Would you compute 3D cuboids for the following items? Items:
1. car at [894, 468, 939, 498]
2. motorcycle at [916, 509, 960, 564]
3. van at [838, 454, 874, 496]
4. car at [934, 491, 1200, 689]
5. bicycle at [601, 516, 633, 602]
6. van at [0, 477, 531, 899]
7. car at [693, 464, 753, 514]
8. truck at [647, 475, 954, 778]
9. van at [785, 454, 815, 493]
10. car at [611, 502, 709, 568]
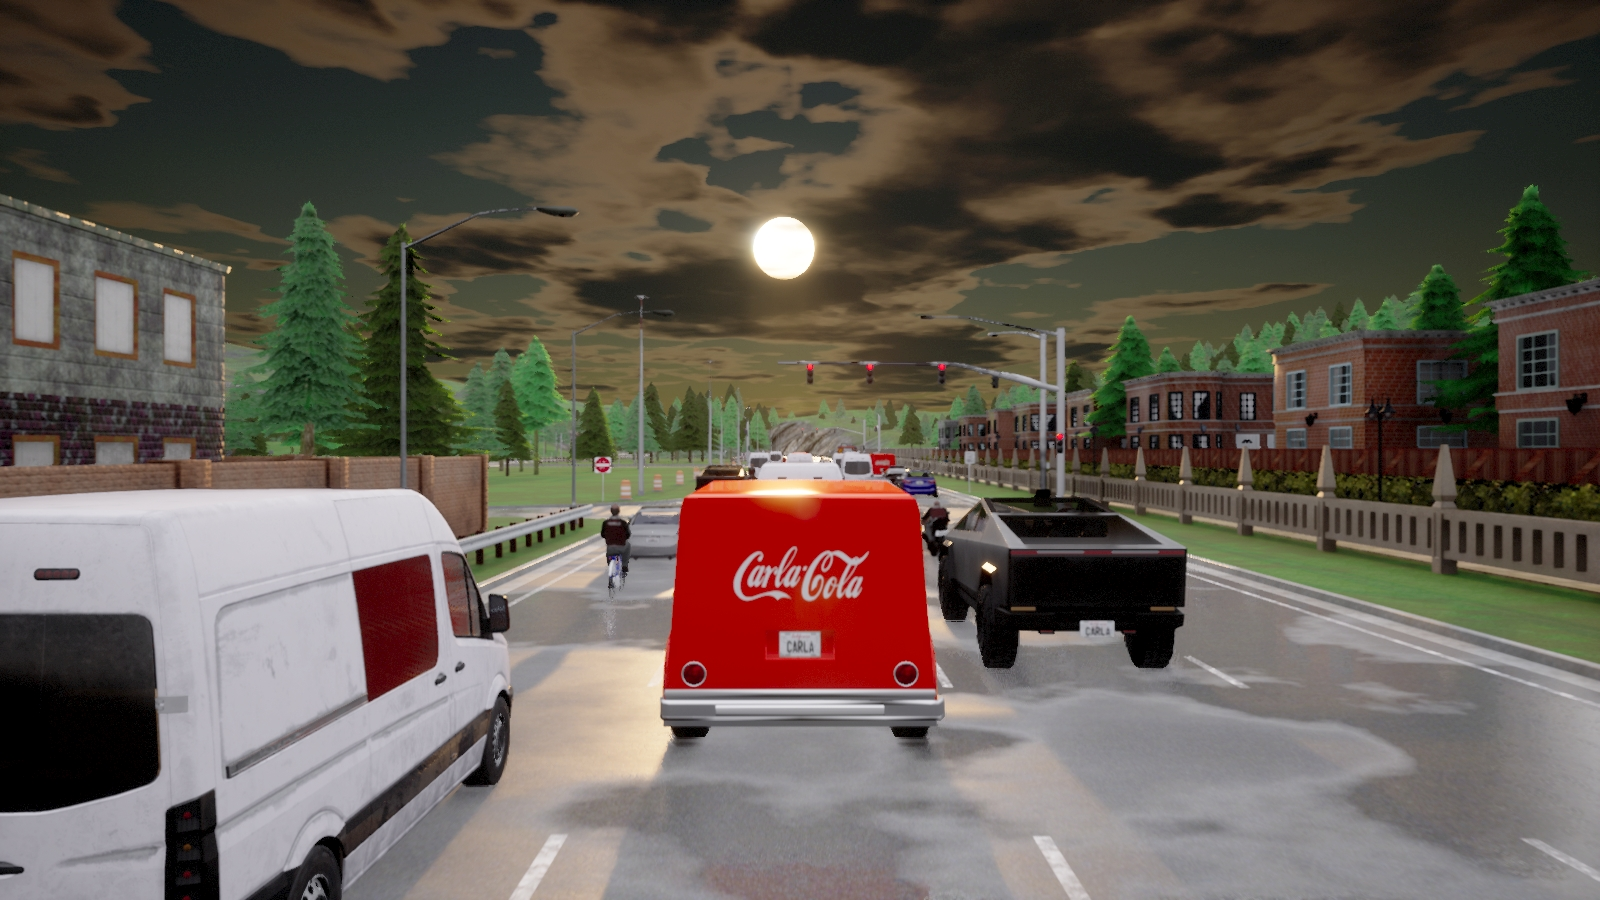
[{"bbox_3d":[6.995,1.964,68.814,2.242,1.667,4.611,0,0,0],"label":"car"},{"bbox_3d":[3.529,2.204,29.417,0.867,1.251,2.209,0,0,0],"label":"motorcycle"},{"bbox_3d":[3.490,1.531,72.563,1.988,2.561,5.915,0,0,0],"label":"van"},{"bbox_3d":[3.500,1.753,16.541,2.390,2.098,6.274,0,0,0],"label":"car"},{"bbox_3d":[-3.500,2.059,21.919,0.329,1.471,1.835,0,0,0],"label":"bicycle"},{"bbox_3d":[-3.503,1.534,7.697,1.988,2.561,5.915,0,0,0],"label":"van"},{"bbox_3d":[-3.505,1.751,53.254,2.390,2.098,6.274,0,0,0],"label":"car"},{"bbox_3d":[0.001,1.567,12.363,2.627,2.467,5.204,0,0,0],"label":"truck"},{"bbox_3d":[-0.009,1.530,77.467,1.988,2.561,5.915,0,0,0],"label":"van"},{"bbox_3d":[-3.505,2.117,29.256,1.994,1.385,4.181,0,0,0],"label":"car"}]
